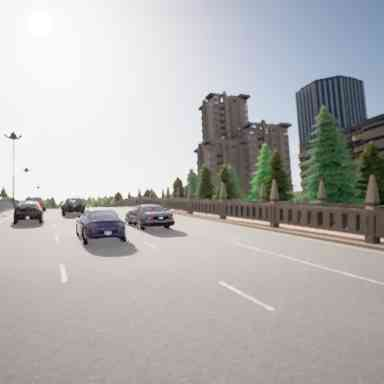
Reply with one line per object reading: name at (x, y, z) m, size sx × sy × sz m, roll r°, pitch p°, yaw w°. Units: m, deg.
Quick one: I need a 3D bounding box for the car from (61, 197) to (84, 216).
car at (-11.696, 1.293, 32.616) m, size 2.097 × 1.767 × 4.553 m, roll 0°, pitch 0°, yaw -23°

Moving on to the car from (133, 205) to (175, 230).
car at (-2.725, 1.494, 20.722) m, size 2.033 × 1.411 × 5.357 m, roll 0°, pitch 0°, yaw -23°

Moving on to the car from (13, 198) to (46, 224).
car at (-12.113, 1.471, 24.780) m, size 1.837 × 1.490 × 4.892 m, roll 0°, pitch 1°, yaw -23°

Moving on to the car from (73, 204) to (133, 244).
car at (-4.353, 1.492, 15.678) m, size 1.812 × 1.442 × 4.674 m, roll 0°, pitch 0°, yaw -23°
